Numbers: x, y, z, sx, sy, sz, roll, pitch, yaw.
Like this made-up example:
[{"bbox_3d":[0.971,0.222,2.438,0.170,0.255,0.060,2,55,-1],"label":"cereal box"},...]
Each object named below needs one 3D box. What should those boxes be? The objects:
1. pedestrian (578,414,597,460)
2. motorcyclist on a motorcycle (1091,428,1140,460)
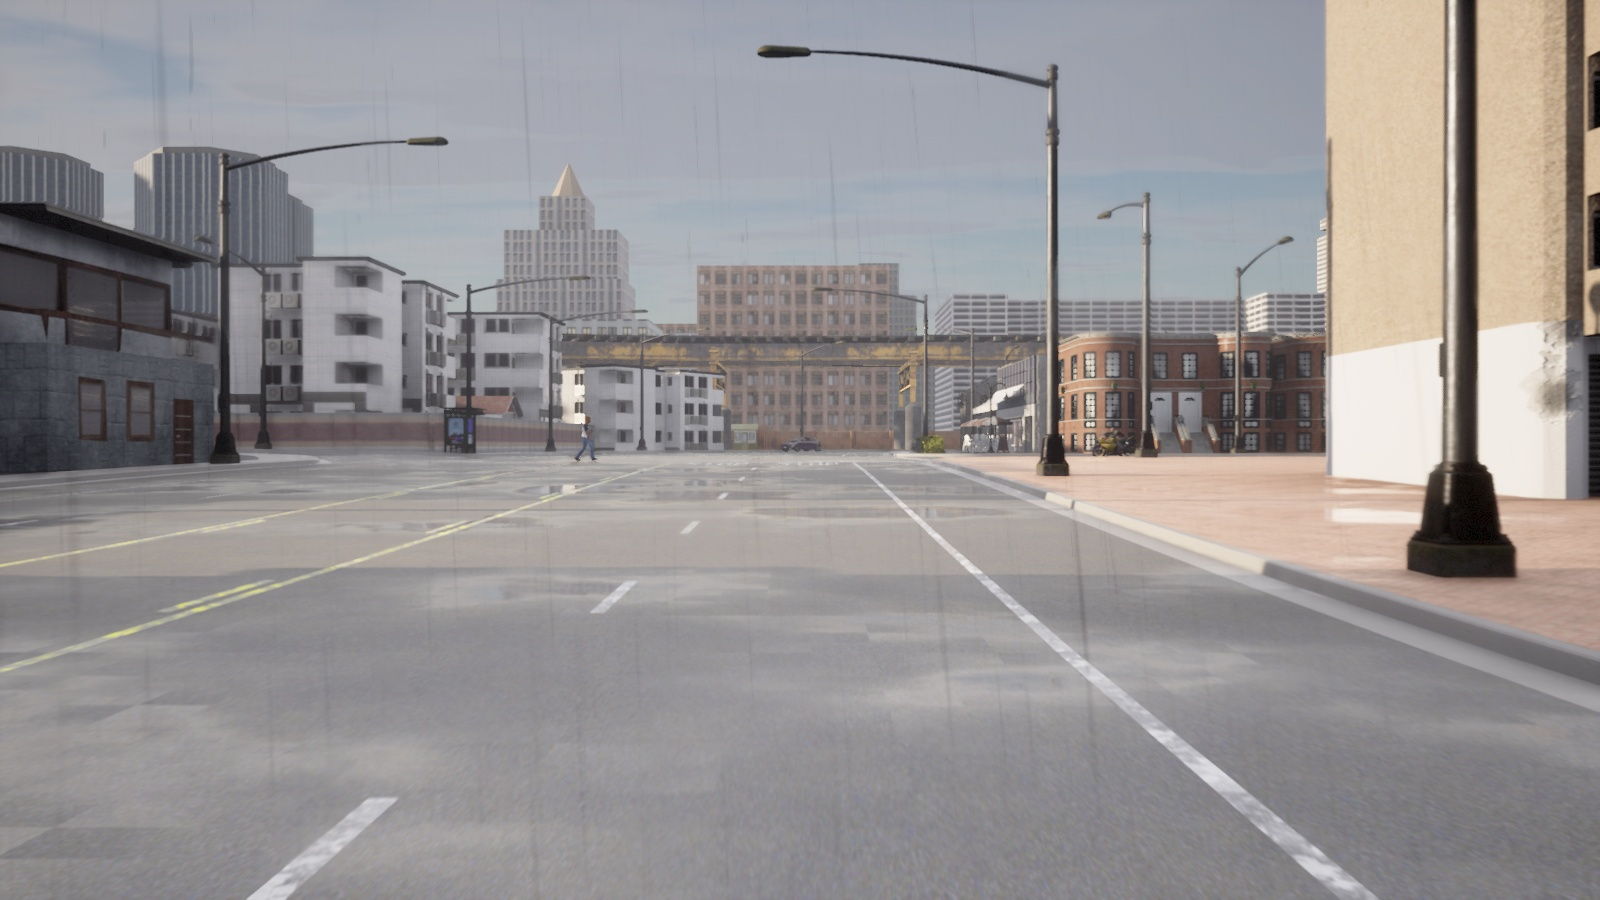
[{"bbox_3d":[-8.425,-0.523,49.849,0.706,1.836,0.354,0,0,-3],"label":"pedestrian"},{"bbox_3d":[15.391,-0.297,61.277,2.191,1.530,0.866,0,0,2],"label":"motorcyclist on a motorcycle"}]
